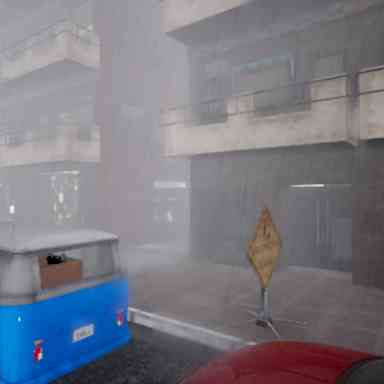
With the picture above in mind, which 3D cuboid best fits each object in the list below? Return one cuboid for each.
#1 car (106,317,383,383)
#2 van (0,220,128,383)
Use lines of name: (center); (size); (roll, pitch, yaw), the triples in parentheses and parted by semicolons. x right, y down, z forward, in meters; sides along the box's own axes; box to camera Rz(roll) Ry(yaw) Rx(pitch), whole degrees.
car: (1.855, 1.543, 1.555); (4.507, 1.381, 1.887); (0, 0, 35)
van: (-2.730, 1.353, 4.825); (3.998, 1.788, 1.690); (0, 0, 35)
